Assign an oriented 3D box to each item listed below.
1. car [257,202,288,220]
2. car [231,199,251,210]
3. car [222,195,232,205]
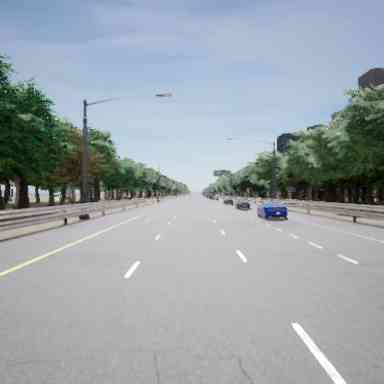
[{"bbox_3d":[7.056,1.601,29.647,1.882,1.535,5.008,0,-1,0],"label":"car"},{"bbox_3d":[7.135,1.730,47.263,1.812,1.442,4.674,0,0,0],"label":"car"},{"bbox_3d":[7.266,1.835,67.107,1.812,1.442,4.674,0,0,0],"label":"car"}]
